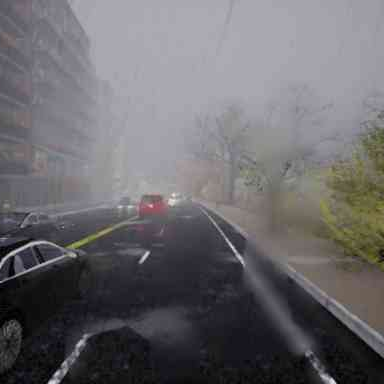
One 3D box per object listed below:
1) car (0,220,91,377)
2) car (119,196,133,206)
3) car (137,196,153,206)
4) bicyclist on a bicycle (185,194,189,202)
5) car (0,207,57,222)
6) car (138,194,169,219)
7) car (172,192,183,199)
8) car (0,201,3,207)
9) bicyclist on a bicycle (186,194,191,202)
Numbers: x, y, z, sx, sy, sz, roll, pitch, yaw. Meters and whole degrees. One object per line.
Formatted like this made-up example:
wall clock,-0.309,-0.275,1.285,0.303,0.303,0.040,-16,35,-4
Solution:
car,-3.153,1.484,5.487,2.128,1.511,4.902,0,0,0
car,-10.727,1.438,54.381,1.837,1.490,4.892,0,0,-2
car,-7.407,1.425,52.866,2.128,1.511,4.902,0,0,-2
bicyclist on a bicycle,-1.064,1.336,71.291,0.866,1.612,1.509,0,0,-4
car,-6.601,1.476,12.368,2.128,1.511,4.902,0,0,0
car,-3.231,1.186,28.678,2.150,2.045,5.566,0,0,-1
car,-3.489,1.311,89.115,1.895,1.301,4.718,0,0,-6
car,-9.850,1.204,13.550,2.150,2.045,5.566,0,0,0
bicyclist on a bicycle,-0.434,1.285,62.186,0.659,1.776,1.843,0,0,-4
